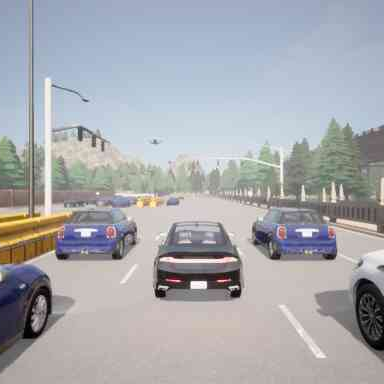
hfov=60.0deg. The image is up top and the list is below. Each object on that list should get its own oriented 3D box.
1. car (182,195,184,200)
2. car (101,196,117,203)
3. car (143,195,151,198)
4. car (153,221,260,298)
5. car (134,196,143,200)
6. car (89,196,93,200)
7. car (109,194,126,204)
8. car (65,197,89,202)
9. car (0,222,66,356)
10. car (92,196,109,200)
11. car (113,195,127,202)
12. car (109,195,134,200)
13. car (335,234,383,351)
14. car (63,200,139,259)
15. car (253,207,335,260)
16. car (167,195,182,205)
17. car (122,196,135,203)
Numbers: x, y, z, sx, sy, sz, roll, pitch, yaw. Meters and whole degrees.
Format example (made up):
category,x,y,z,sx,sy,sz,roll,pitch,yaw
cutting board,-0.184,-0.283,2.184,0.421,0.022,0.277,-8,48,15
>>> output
category,x,y,z,sx,sy,sz,roll,pitch,yaw
car,-3.147,1.595,92.073,1.895,1.301,4.718,0,0,0
car,-17.236,1.525,69.213,2.128,1.511,4.902,0,0,0
car,-10.250,1.492,67.675,2.128,1.511,4.902,0,0,0
car,0.131,1.492,8.520,2.128,1.511,4.902,0,0,0
car,-10.355,1.526,58.312,1.812,1.442,4.674,0,0,1
car,-17.344,1.505,58.787,1.837,1.490,4.892,0,0,1
car,-13.815,1.352,62.105,2.097,1.767,4.553,0,0,1
car,-17.417,1.505,49.373,1.837,1.490,4.892,0,0,1
car,-3.384,1.352,3.738,2.097,1.767,4.553,0,0,0
car,-13.870,1.526,52.961,1.812,1.442,4.674,0,0,1
car,-17.195,1.540,79.704,2.033,1.411,5.357,0,0,0
car,-10.399,1.478,49.246,1.882,1.535,5.008,0,0,0
car,3.615,1.221,3.049,2.150,2.045,5.566,0,0,0
car,-3.402,1.352,12.655,2.097,1.767,4.553,0,0,-1
car,3.645,1.352,12.633,2.097,1.767,4.553,0,0,0
car,-3.184,1.564,57.321,1.994,1.385,4.181,0,0,0
car,-13.724,1.553,72.124,1.994,1.385,4.181,0,0,0
